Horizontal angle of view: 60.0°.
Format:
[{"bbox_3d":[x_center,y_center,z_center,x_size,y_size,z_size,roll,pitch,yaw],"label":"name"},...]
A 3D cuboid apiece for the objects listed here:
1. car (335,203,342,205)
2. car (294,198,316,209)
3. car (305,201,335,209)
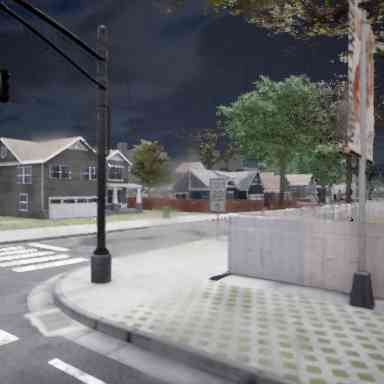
[{"bbox_3d":[21.947,2.290,50.986,1.994,1.385,4.181,0,0,34],"label":"car"},{"bbox_3d":[16.377,1.860,47.693,2.150,2.045,5.566,0,0,34],"label":"car"},{"bbox_3d":[16.566,2.176,42.989,1.994,1.385,4.181,0,0,35],"label":"car"}]
